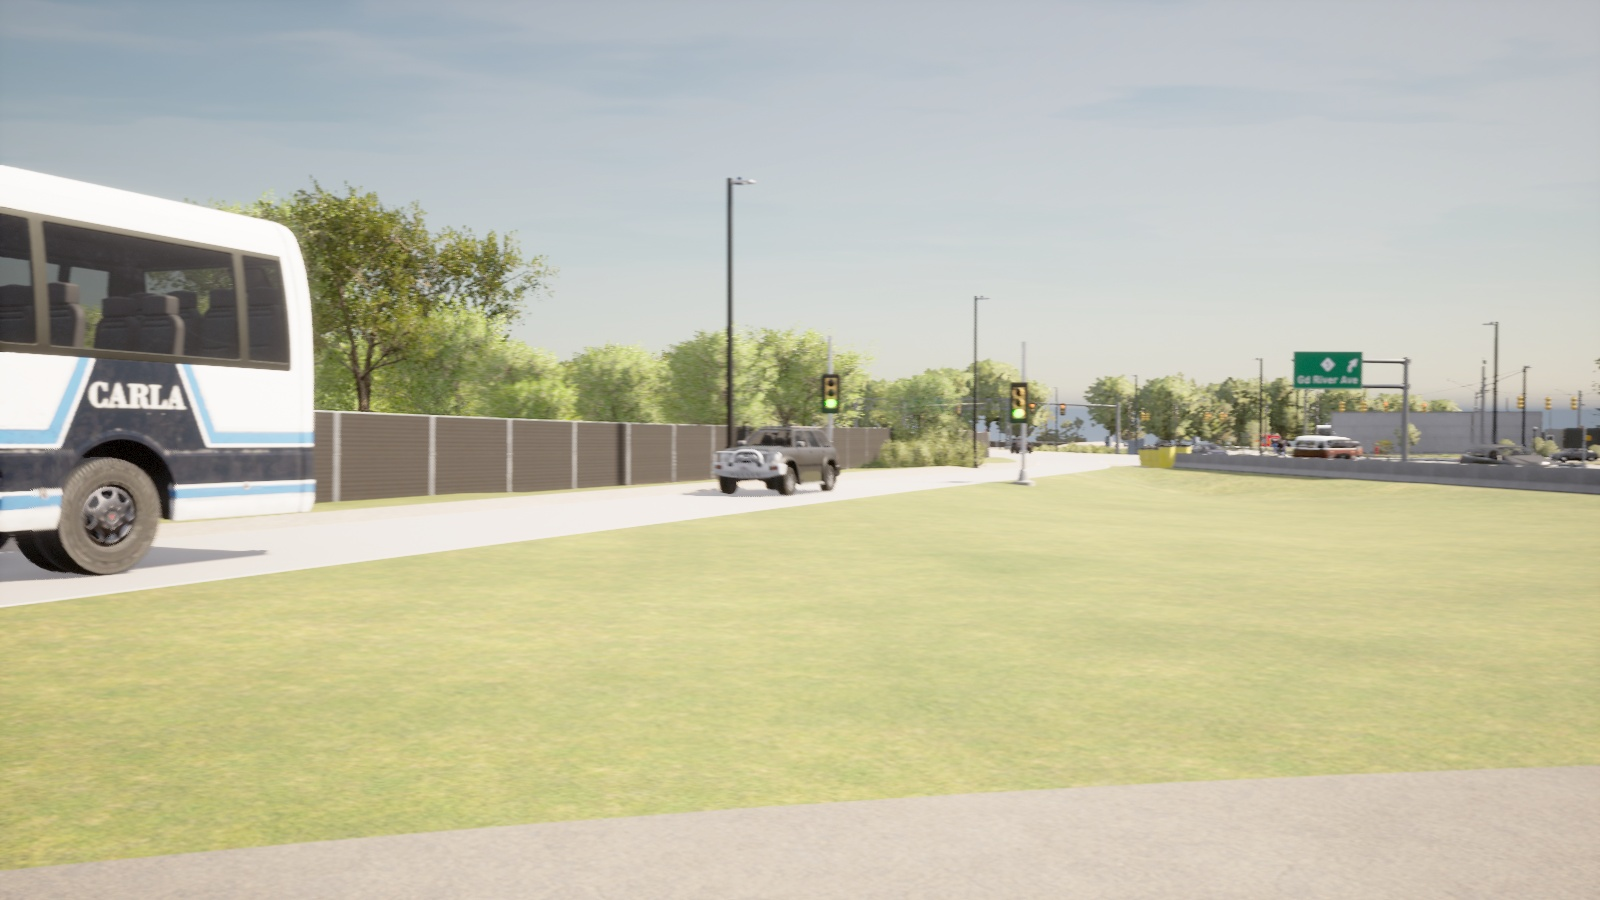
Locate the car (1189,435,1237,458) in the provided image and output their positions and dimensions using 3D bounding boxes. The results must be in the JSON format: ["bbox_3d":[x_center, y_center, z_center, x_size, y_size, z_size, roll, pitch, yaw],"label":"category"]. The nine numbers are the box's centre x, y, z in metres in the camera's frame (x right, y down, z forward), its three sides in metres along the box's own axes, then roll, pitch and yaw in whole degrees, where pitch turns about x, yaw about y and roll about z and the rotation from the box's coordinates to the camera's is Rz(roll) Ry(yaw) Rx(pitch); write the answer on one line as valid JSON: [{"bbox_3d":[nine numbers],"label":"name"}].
[{"bbox_3d":[28.065,-0.264,85.410,1.845,1.501,3.633,-1,1,-5],"label":"car"}]

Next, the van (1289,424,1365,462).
[{"bbox_3d":[29.293,-0.392,69.944,2.069,2.038,4.480,-1,1,-5],"label":"van"}]

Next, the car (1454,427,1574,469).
[{"bbox_3d":[30.575,-0.109,53.942,2.242,1.667,4.611,-1,1,-5],"label":"car"}]

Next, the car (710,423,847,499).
[{"bbox_3d":[-0.473,0.241,33.362,1.932,1.855,4.605,0,1,22],"label":"car"}]

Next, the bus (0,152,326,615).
[{"bbox_3d":[-9.598,-0.585,11.298,3.944,4.253,10.273,0,1,23],"label":"bus"}]
